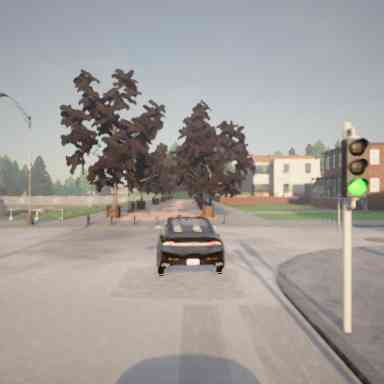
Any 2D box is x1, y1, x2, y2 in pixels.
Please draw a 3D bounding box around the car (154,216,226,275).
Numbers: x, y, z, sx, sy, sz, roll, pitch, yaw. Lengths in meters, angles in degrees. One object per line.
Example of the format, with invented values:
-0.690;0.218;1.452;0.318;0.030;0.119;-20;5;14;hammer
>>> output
-0.174;1.505;10.574;2.128;1.511;4.902;0;0;-5;car
